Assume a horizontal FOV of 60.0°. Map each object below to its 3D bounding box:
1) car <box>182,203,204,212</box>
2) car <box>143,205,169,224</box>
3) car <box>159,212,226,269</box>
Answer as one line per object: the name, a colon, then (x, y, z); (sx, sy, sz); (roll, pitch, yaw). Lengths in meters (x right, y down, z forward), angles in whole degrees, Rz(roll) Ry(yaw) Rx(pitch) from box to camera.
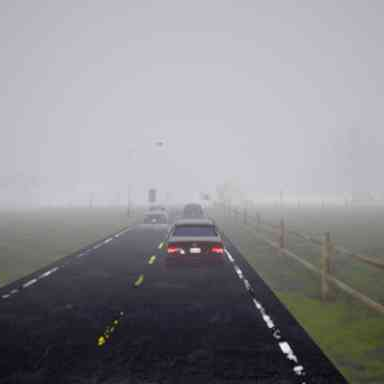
car: (0.092, 1.749, 30.255); (1.882, 1.535, 5.008); (0, -1, 0)
car: (-2.848, 1.795, 27.727); (2.033, 1.411, 5.357); (0, -1, 0)
car: (0.093, 1.649, 11.493); (2.033, 1.411, 5.357); (0, -1, 0)
